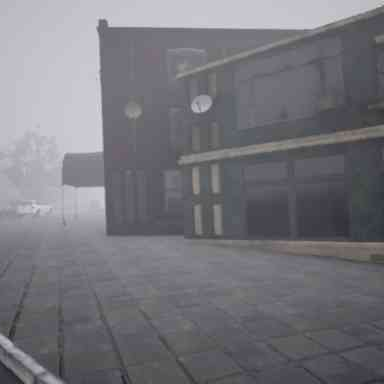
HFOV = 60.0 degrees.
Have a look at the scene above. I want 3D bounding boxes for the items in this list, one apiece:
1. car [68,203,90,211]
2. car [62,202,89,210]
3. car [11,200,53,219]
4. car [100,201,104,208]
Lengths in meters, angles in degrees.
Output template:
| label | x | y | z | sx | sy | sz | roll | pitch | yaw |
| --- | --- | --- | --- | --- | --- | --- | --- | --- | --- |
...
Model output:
| label | x | y | z | sx | sy | sz | roll | pitch | yaw |
| --- | --- | --- | --- | --- | --- | --- | --- | --- | --- |
| car | -27.313 | 3.607 | 80.366 | 4.792 | 1.488 | 2.163 | -3 | -1 | -18 |
| car | -27.397 | 3.259 | 77.457 | 5.566 | 2.045 | 2.435 | -3 | -2 | -18 |
| car | -18.300 | 1.945 | 38.904 | 2.150 | 2.045 | 5.566 | -3 | -1 | 0 |
| car | -26.958 | 3.803 | 89.192 | 4.792 | 1.488 | 2.163 | -3 | -1 | -18 |
